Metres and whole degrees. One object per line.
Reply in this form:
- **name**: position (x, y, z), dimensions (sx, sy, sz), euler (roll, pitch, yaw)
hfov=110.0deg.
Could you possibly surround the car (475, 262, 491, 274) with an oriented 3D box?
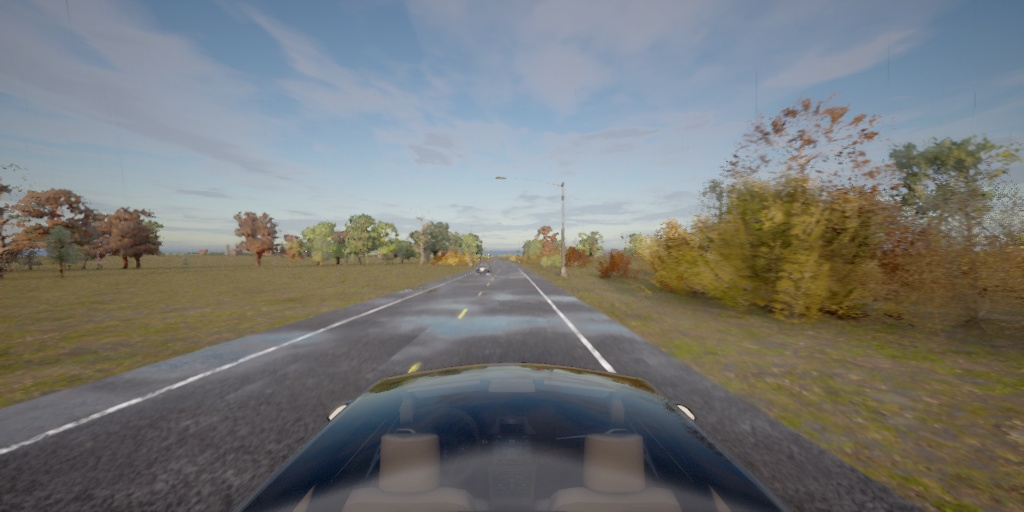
- **car**: position (-3.775, 1.553, 47.796), dimensions (2.128, 1.511, 4.902), euler (0, 0, 0)
